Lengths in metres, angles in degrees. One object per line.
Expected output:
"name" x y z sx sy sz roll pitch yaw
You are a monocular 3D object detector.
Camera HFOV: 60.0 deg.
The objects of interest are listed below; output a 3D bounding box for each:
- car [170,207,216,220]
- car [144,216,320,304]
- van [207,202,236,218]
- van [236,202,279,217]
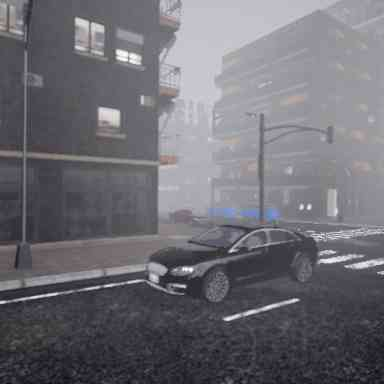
"car" -0.265 2.068 27.177 1.802 1.307 4.206 0 -1 -36
"car" 1.199 1.570 8.404 4.902 1.511 2.128 1 0 -35
"van" 3.167 1.974 36.609 1.690 1.788 3.998 0 -1 -36
"van" 6.480 1.901 32.092 1.690 1.788 3.998 0 -1 -36
